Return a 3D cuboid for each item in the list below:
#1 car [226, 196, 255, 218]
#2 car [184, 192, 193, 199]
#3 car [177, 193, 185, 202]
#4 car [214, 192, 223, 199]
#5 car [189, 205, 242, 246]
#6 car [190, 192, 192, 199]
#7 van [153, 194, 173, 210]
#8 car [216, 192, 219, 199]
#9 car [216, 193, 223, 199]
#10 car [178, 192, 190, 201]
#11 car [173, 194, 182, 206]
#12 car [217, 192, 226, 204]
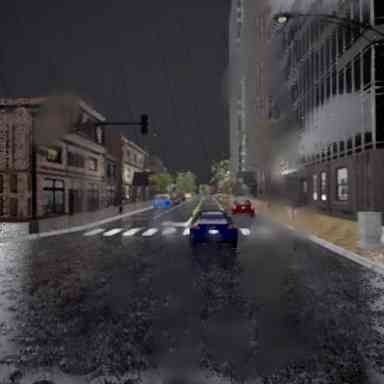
[{"bbox_3d":[4.207,1.278,28.534,1.967,1.590,4.097,0,0,3],"label":"car"},{"bbox_3d":[-0.908,0.889,95.292,2.192,1.841,5.009,0,0,3],"label":"car"},{"bbox_3d":[-2.807,1.329,56.599,1.947,1.339,4.313,0,0,3],"label":"car"},{"bbox_3d":[7.190,0.856,89.343,2.192,1.841,5.009,0,0,3],"label":"car"},{"bbox_3d":[0.925,1.489,14.776,1.994,1.385,4.181,0,0,3],"label":"car"},{"bbox_3d":[-1.189,1.127,89.595,1.752,1.417,4.829,0,0,3],"label":"car"},{"bbox_3d":[-3.619,1.185,40.014,1.690,1.788,3.998,0,0,3],"label":"van"},{"bbox_3d":[5.842,1.200,61.873,1.752,1.417,4.829,0,0,3],"label":"car"},{"bbox_3d":[6.926,1.092,83.986,1.752,1.417,4.829,0,0,3],"label":"car"},{"bbox_3d":[-2.263,1.024,67.652,2.192,1.841,5.009,0,0,3],"label":"car"},{"bbox_3d":[-3.079,1.372,51.071,1.802,1.307,4.206,0,0,3],"label":"car"},{"bbox_3d":[5.571,1.227,56.346,1.752,1.417,4.829,0,0,3],"label":"car"}]
